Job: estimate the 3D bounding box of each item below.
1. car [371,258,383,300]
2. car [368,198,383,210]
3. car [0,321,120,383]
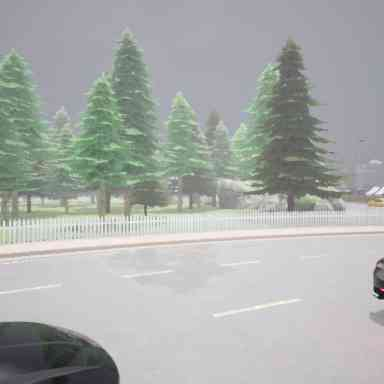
[{"bbox_3d":[5.561,1.491,6.093,4.902,1.511,2.128,0,0,-24],"label":"car"},{"bbox_3d":[22.969,1.528,39.369,1.882,1.535,5.008,0,0,-4],"label":"car"},{"bbox_3d":[-2.779,1.478,1.580,5.008,1.535,1.882,0,0,-37],"label":"car"}]
